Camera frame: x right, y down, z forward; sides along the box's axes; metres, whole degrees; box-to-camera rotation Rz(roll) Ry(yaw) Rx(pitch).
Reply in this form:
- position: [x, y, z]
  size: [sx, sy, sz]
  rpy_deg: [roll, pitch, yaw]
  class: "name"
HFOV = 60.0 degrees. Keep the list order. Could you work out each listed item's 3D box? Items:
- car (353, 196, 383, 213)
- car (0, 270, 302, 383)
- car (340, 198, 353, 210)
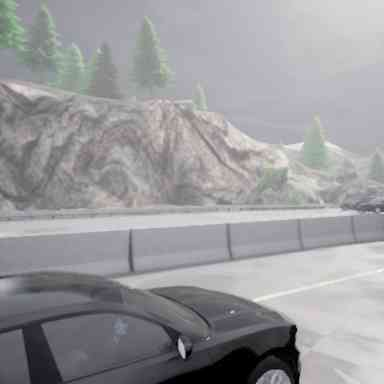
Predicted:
- position: [19.331, 1.357, 34.011]
  size: [5.008, 1.535, 1.882]
  rpy_deg: [0, 0, -22]
  class: "car"
- position: [-1.136, 1.466, 2.828]
  size: [5.008, 1.535, 1.882]
  rpy_deg: [0, 0, -35]
  class: "car"
- position: [19.075, 1.218, 37.663]
  size: [4.553, 1.767, 2.097]
  rpy_deg: [0, 0, -21]
  class: "car"
